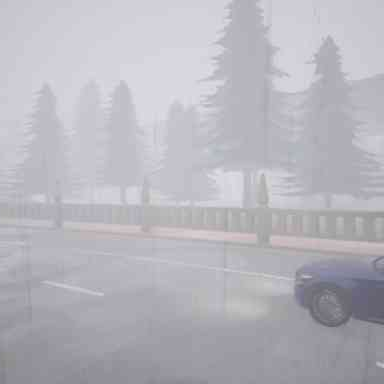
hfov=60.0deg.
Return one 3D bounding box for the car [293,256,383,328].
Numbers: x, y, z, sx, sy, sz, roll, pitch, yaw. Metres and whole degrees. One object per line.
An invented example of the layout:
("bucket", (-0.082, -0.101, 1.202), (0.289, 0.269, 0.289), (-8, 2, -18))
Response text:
("car", (4.015, 1.509, 5.263), (4.674, 1.442, 1.812), (0, 0, 36))
